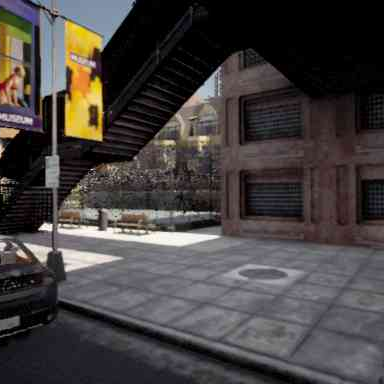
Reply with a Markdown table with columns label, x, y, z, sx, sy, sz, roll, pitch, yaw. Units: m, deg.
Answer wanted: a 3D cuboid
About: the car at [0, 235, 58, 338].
| label | x | y | z | sx | sy | sz | roll | pitch | yaw |
| --- | --- | --- | --- | --- | --- | --- | --- | --- | --- |
| car | -4.204 | 1.532 | 6.203 | 4.892 | 1.521 | 2.231 | -1 | 0 | 45 |
